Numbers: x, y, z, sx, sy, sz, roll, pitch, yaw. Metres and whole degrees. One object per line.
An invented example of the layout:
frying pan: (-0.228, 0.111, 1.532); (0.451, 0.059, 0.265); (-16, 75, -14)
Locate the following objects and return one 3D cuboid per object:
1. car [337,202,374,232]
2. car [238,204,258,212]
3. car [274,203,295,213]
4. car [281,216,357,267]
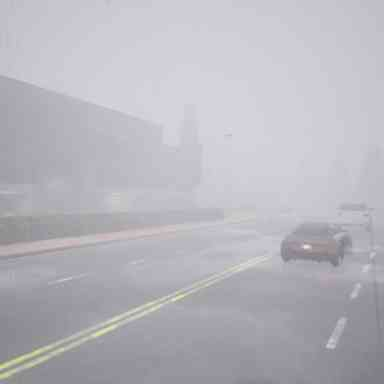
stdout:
car: (12.127, 1.743, 24.750); (2.150, 2.045, 5.566); (-1, -1, 29)
car: (9.995, 2.833, 59.599); (1.895, 1.301, 4.718); (0, -1, -16)
car: (14.729, 2.612, 53.260); (1.837, 1.490, 4.892); (1, -2, -7)
car: (4.901, 1.834, 12.794); (1.994, 1.385, 4.181); (-1, -1, 32)
